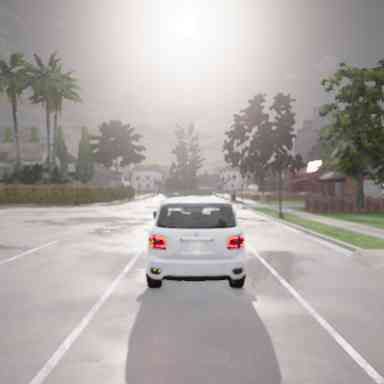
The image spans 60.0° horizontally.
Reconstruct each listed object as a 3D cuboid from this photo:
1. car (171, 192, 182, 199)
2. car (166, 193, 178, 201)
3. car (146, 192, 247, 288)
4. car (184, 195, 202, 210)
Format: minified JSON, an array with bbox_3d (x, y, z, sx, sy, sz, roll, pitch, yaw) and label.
[{"bbox_3d":[-3.508,0.680,75.122,2.128,1.511,4.902,0,1,0],"label":"car"},{"bbox_3d":[-3.553,0.925,60.027,1.895,1.301,4.718,0,1,1],"label":"car"},{"bbox_3d":[0.064,1.118,9.068,2.150,2.045,5.566,0,1,-1],"label":"car"},{"bbox_3d":[0.104,1.077,36.380,1.837,1.490,4.892,0,0,0],"label":"car"}]
